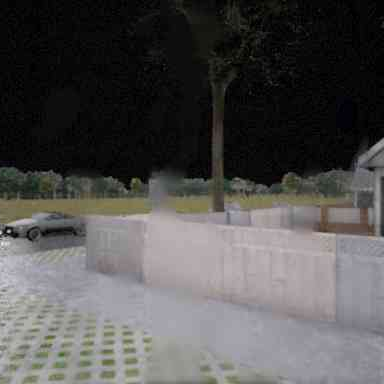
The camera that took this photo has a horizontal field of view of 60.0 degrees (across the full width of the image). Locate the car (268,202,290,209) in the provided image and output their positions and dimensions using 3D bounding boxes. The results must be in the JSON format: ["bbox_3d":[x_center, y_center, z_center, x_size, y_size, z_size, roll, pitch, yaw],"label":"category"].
[{"bbox_3d":[12.203,2.188,46.333,2.128,1.511,4.902,0,-1,35],"label":"car"}]

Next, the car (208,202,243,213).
[{"bbox_3d":[3.471,1.838,34.015,2.097,1.767,4.553,0,-1,35],"label":"car"}]

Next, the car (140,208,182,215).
[{"bbox_3d":[-2.330,1.946,25.763,1.895,1.301,4.718,0,-1,35],"label":"car"}]

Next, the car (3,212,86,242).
[{"bbox_3d":[-7.794,1.775,17.964,1.994,1.385,4.181,0,-1,35],"label":"car"}]
